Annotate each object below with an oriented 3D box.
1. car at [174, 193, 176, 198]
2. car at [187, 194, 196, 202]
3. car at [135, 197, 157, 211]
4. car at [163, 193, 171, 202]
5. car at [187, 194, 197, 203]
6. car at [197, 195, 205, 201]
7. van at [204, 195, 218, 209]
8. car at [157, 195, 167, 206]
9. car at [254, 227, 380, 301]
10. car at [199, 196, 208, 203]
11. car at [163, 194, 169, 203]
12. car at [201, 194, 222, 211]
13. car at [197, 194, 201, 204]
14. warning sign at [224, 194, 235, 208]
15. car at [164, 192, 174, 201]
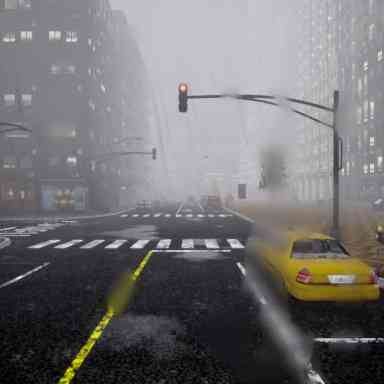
[{"bbox_3d":[-5.957,1.625,90.048,1.752,1.417,4.829,0,0,0],"label":"car"},{"bbox_3d":[-0.233,1.433,79.658,2.097,1.767,4.553,0,0,0],"label":"car"},{"bbox_3d":[-5.811,1.568,40.478,2.008,1.369,4.403,0,0,0],"label":"car"},{"bbox_3d":[-5.894,1.497,68.111,1.967,1.590,4.097,0,0,0],"label":"car"},{"bbox_3d":[-0.101,1.564,69.583,1.837,1.490,4.892,0,0,0],"label":"car"},{"bbox_3d":[2.422,1.625,90.412,1.752,1.417,4.829,0,0,0],"label":"car"},{"bbox_3d":[2.551,1.364,46.029,1.690,1.788,3.998,0,0,0],"label":"van"},{"bbox_3d":[-5.860,1.589,57.057,2.008,1.369,4.403,0,0,0],"label":"car"},{"bbox_3d":[2.664,1.526,8.260,1.752,1.417,4.829,0,0,0],"label":"car"},{"bbox_3d":[2.471,1.612,73.662,1.887,1.381,4.507,0,0,0],"label":"car"},{"bbox_3d":[-5.877,1.592,62.583,1.887,1.381,4.507,0,0,0],"label":"car"},{"bbox_3d":[2.568,1.332,40.503,2.192,1.841,5.009,0,0,0],"label":"car"},{"bbox_3d":[2.502,1.362,62.608,2.192,1.841,5.009,0,0,0],"label":"car"},{"bbox_3d":[4.945,1.136,43.767,1.300,1.860,1.060,0,0,0],"label":"warning sign"},{"bbox_3d":[-5.926,1.517,79.164,1.967,1.590,4.097,0,0,0],"label":"car"}]
